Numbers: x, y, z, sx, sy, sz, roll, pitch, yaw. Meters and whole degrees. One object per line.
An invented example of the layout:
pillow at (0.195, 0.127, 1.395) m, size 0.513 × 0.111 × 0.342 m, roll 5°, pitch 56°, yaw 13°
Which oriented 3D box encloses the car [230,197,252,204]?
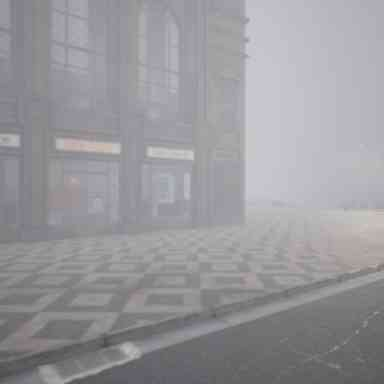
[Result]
car at (9.742, 1.660, 66.173) m, size 1.802 × 1.307 × 4.206 m, roll 0°, pitch 0°, yaw -36°

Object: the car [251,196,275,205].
car at (13.088, 1.522, 61.631) m, size 1.967 × 1.590 × 4.097 m, roll 0°, pitch 0°, yaw -36°

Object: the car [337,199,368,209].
car at (23.122, 1.658, 48.009) m, size 1.947 × 1.339 × 4.313 m, roll 0°, pitch 0°, yaw -36°

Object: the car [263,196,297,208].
car at (12.898, 1.618, 47.514) m, size 1.887 × 1.381 × 4.507 m, roll 0°, pitch 0°, yaw -36°

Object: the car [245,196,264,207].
car at (9.553, 1.652, 52.054) m, size 1.802 × 1.307 × 4.206 m, roll 0°, pitch 0°, yaw -36°

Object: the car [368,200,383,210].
car at (26.468, 1.411, 43.468) m, size 2.192 × 1.841 × 5.009 m, roll 0°, pitch 0°, yaw -36°
